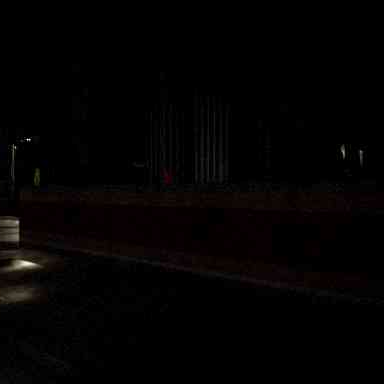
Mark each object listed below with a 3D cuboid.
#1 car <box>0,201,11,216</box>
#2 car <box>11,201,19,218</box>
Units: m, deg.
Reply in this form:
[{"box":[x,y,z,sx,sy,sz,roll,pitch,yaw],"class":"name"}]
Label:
[{"box":[-16.407,1.547,29.086,2.128,1.511,4.902,0,0,37],"class":"car"},{"box":[-12.249,1.603,28.808,2.033,1.411,5.357,0,0,37],"class":"car"}]
